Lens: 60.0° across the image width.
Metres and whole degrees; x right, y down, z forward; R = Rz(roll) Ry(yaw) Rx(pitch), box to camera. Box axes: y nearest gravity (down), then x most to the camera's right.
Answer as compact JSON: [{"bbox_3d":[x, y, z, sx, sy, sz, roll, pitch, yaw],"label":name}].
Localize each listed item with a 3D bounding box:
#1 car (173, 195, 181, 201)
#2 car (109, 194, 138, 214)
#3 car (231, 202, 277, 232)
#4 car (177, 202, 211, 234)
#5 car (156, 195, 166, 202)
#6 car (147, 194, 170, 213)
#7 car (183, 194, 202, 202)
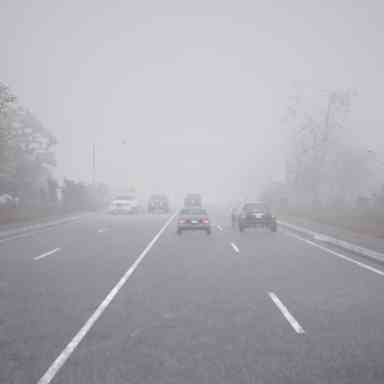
[{"bbox_3d":[-3.564,1.437,77.764,1.895,1.301,4.718,0,0,-1],"label":"car"},{"bbox_3d":[-7.093,1.221,35.028,2.150,2.045,5.566,0,0,0],"label":"car"},{"bbox_3d":[3.601,1.352,20.124,2.097,1.767,4.553,0,0,0],"label":"car"},{"bbox_3d":[0.102,1.547,19.239,2.033,1.411,5.357,0,0,0],"label":"car"},{"bbox_3d":[-7.041,1.467,75.933,1.994,1.385,4.181,0,0,0],"label":"car"},{"bbox_3d":[-3.593,1.221,36.830,2.150,2.045,5.566,0,0,0],"label":"car"},{"bbox_3d":[0.102,1.221,41.315,2.150,2.045,5.566,0,0,0],"label":"car"}]
